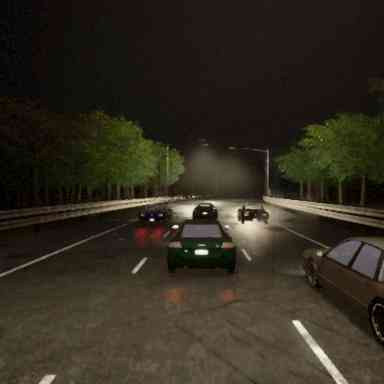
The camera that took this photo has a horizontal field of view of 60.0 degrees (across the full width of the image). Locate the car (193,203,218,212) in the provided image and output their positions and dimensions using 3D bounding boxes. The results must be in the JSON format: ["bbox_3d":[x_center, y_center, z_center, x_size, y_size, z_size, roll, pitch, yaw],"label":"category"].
[{"bbox_3d":[1.104,1.559,26.974,1.994,1.385,4.181,0,0,4],"label":"car"}]

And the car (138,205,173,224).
[{"bbox_3d":[-2.571,1.593,24.686,1.895,1.301,4.718,0,0,3],"label":"car"}]

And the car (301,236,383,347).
[{"bbox_3d":[3.678,1.551,6.166,2.033,1.411,5.357,0,0,1],"label":"car"}]

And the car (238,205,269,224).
[{"bbox_3d":[4.458,1.600,24.926,1.895,1.301,4.718,0,0,4],"label":"car"}]

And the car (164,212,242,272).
[{"bbox_3d":[0.306,1.563,10.807,1.994,1.385,4.181,0,0,2],"label":"car"}]
